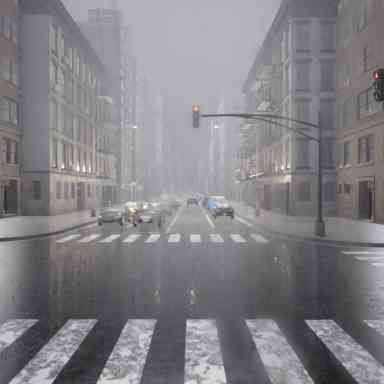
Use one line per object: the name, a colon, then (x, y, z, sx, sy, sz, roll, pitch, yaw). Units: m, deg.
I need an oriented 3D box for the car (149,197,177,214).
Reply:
car: (-2.845, 1.545, 32.792, 2.033, 1.411, 5.357, 0, 0, 0)

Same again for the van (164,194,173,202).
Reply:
van: (-5.441, 1.338, 77.603, 1.690, 1.788, 3.998, 0, 0, 0)

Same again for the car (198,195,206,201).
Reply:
car: (2.654, 1.562, 88.416, 1.947, 1.339, 4.313, 0, 0, 0)

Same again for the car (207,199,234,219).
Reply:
car: (2.639, 1.549, 28.948, 2.008, 1.369, 4.403, 0, 0, 0)

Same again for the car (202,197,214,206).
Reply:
car: (2.646, 1.563, 55.979, 1.947, 1.339, 4.313, 0, 0, 0)

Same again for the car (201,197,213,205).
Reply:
car: (2.647, 1.548, 61.385, 2.008, 1.369, 4.403, 0, 0, 0)

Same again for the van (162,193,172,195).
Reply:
van: (-5.431, 1.338, 66.790, 1.690, 1.788, 3.998, 0, 0, 0)

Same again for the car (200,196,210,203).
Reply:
car: (2.648, 1.522, 66.961, 1.752, 1.417, 4.829, 0, 0, 0)

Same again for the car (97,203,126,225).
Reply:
car: (-5.391, 1.549, 23.540, 2.008, 1.369, 4.403, 0, 0, 0)

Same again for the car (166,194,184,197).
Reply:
car: (-2.798, 1.475, 53.060, 1.882, 1.535, 5.008, 0, 0, 1)

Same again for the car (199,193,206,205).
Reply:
car: (2.644, 1.312, 50.573, 2.192, 1.841, 5.009, 0, 0, 0)

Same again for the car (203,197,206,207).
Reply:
car: (2.641, 1.579, 39.760, 1.802, 1.307, 4.206, 0, 0, 0)

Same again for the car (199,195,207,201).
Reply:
car: (2.653, 1.541, 83.010, 1.887, 1.381, 4.507, 0, 0, 0)

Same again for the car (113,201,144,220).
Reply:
car: (-5.396, 1.523, 28.777, 1.752, 1.417, 4.829, 0, 0, 0)

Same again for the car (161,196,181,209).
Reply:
car: (-2.835, 1.561, 42.806, 1.994, 1.385, 4.181, 0, 0, 1)

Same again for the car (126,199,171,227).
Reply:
car: (-2.849, 1.490, 22.909, 2.128, 1.511, 4.902, 0, 0, 0)

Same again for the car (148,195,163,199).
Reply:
car: (-5.411, 1.437, 45.166, 1.967, 1.590, 4.097, 0, 0, 0)

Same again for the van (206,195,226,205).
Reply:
van: (2.640, 1.339, 34.354, 1.690, 1.788, 3.998, 0, 0, 0)

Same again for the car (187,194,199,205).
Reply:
car: (0.098, 1.501, 56.725, 1.837, 1.490, 4.892, 0, 0, 0)
